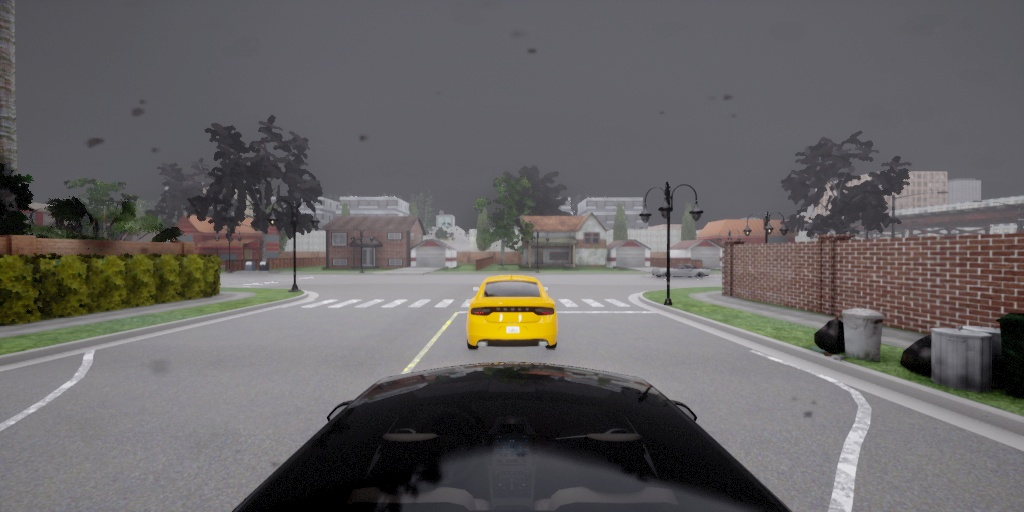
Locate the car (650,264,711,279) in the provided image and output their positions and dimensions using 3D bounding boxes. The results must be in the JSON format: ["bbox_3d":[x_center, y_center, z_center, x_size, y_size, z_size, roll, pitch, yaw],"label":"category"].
[{"bbox_3d":[15.044,1.370,32.183,4.718,1.301,1.895,0,0,-1],"label":"car"}]

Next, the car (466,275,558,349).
[{"bbox_3d":[-0.027,1.226,9.164,1.882,1.535,5.008,0,0,-1],"label":"car"}]
